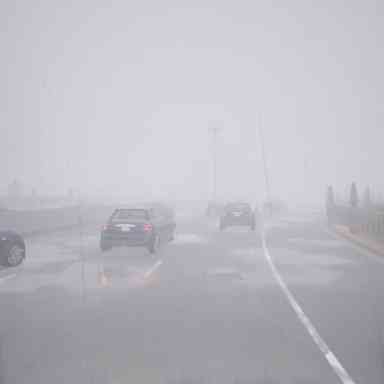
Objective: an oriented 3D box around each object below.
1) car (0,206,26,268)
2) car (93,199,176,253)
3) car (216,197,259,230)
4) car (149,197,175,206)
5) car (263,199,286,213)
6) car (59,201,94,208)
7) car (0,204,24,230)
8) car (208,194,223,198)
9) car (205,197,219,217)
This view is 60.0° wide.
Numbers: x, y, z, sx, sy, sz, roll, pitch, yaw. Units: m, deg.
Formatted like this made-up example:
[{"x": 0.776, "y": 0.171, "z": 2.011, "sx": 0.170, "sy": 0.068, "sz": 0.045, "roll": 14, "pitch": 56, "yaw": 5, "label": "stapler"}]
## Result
[{"x": -6.307, "y": 1.326, "z": 8.442, "sx": 2.097, "sy": 1.767, "sz": 4.553, "roll": 0, "pitch": 0, "yaw": 5, "label": "car"}, {"x": -2.044, "y": 1.344, "z": 13.946, "sx": 2.097, "sy": 1.767, "sz": 4.553, "roll": 0, "pitch": 0, "yaw": 9, "label": "car"}, {"x": 3.153, "y": 1.365, "z": 21.442, "sx": 2.097, "sy": 1.767, "sz": 4.553, "roll": 0, "pitch": 0, "yaw": 14, "label": "car"}, {"x": -4.934, "y": 1.584, "z": 55.788, "sx": 1.895, "sy": 1.301, "sz": 4.718, "roll": 0, "pitch": 0, "yaw": 32, "label": "car"}, {"x": 9.520, "y": 1.516, "z": 38.214, "sx": 1.882, "sy": 1.535, "sz": 5.008, "roll": 0, "pitch": 0, "yaw": 26, "label": "car"}, {"x": -11.392, "y": 1.555, "z": 34.176, "sx": 1.895, "sy": 1.301, "sz": 4.718, "roll": 0, "pitch": 0, "yaw": 20, "label": "car"}, {"x": -11.986, "y": 1.477, "z": 18.945, "sx": 1.812, "sy": 1.442, "sz": 4.674, "roll": 0, "pitch": 0, "yaw": 12, "label": "car"}, {"x": 3.971, "y": 1.169, "z": 56.611, "sx": 1.837, "sy": 1.490, "sz": 4.892, "roll": 0, "pitch": 0, "yaw": 35, "label": "car"}, {"x": 2.701, "y": 1.516, "z": 31.399, "sx": 1.837, "sy": 1.490, "sz": 4.892, "roll": 0, "pitch": 0, "yaw": 21, "label": "car"}]
